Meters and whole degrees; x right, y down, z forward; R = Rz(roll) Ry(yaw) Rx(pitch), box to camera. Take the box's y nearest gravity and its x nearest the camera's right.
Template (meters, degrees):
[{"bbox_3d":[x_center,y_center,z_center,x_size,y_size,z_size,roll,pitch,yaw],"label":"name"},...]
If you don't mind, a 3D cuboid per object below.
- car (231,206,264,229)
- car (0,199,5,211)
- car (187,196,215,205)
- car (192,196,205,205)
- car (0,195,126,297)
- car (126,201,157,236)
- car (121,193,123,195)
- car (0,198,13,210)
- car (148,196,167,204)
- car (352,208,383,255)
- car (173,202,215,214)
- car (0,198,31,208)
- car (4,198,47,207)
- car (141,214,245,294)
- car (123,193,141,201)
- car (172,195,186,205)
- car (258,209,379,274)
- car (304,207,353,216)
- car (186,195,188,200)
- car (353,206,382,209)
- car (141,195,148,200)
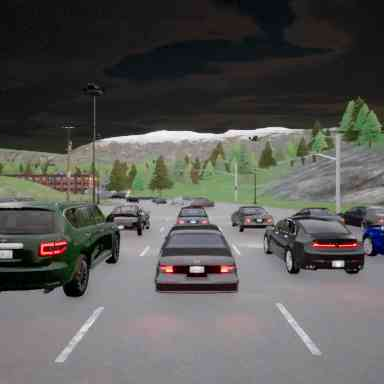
[{"bbox_3d":[3.520,1.547,20.038,2.033,1.411,5.357,0,0,-1],"label":"car"},{"bbox_3d":[-24.973,1.526,39.326,4.674,1.442,1.812,0,0,-1],"label":"car"},{"bbox_3d":[1.601,1.564,46.120,1.994,1.385,4.181,0,0,31],"label":"car"},{"bbox_3d":[1.185,1.507,60.115,1.837,1.490,4.892,2,0,-4],"label":"car"},{"bbox_3d":[-3.420,1.221,8.707,2.150,2.045,5.566,0,0,0],"label":"car"},{"bbox_3d":[-3.460,1.491,18.561,2.128,1.511,4.902,0,0,0],"label":"car"},{"bbox_3d":[-16.554,1.595,90.122,1.895,1.301,4.718,0,0,-44],"label":"car"},{"bbox_3d":[-26.257,1.547,42.808,5.357,1.411,2.033,0,0,-1],"label":"car"},{"bbox_3d":[-6.265,1.547,62.887,2.033,1.411,5.357,0,0,-20],"label":"car"},{"bbox_3d":[7.075,1.478,10.030,1.882,1.535,5.008,0,0,0],"label":"car"},{"bbox_3d":[0.043,1.547,19.021,2.033,1.411,5.357,0,0,0],"label":"car"},{"bbox_3d":[-25.212,1.526,46.324,4.674,1.442,1.812,0,0,-1],"label":"car"},{"bbox_3d":[-24.924,1.547,49.829,5.357,1.411,2.033,0,0,-1],"label":"car"},{"bbox_3d":[0.082,1.547,8.952,2.033,1.411,5.357,0,0,0],"label":"car"},{"bbox_3d":[-12.805,1.477,70.545,1.882,1.535,5.008,0,0,-23],"label":"car"},{"bbox_3d":[-2.482,1.525,57.305,1.812,1.442,4.674,1,0,-1],"label":"car"},{"bbox_3d":[3.576,1.505,10.545,1.837,1.490,4.892,0,0,0],"label":"car"},{"bbox_3d":[7.033,1.564,19.018,1.994,1.385,4.181,0,0,0],"label":"car"},{"bbox_3d":[-2.163,1.525,81.300,2.128,1.511,4.902,0,0,-27],"label":"car"},{"bbox_3d":[10.521,1.547,19.991,2.033,1.411,5.357,0,0,-1],"label":"car"},{"bbox_3d":[-13.077,1.595,91.493,1.895,1.301,4.718,0,0,-44],"label":"car"}]
